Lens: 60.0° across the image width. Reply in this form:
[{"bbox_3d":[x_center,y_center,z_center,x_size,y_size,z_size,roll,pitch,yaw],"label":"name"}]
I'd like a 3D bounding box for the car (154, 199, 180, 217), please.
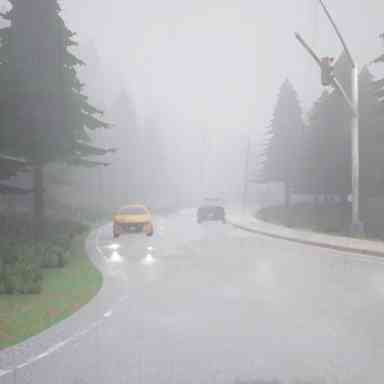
[{"bbox_3d":[-2.648,1.389,30.072,1.882,1.535,5.008,0,0,17],"label":"car"}]

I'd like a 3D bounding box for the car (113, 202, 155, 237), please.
[{"bbox_3d":[-3.184,1.442,18.112,1.882,1.535,5.008,-1,0,-9],"label":"car"}]

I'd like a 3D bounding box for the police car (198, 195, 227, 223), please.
[{"bbox_3d":[1.520,1.323,24.337,1.930,1.638,5.238,-3,0,6],"label":"police car"}]
